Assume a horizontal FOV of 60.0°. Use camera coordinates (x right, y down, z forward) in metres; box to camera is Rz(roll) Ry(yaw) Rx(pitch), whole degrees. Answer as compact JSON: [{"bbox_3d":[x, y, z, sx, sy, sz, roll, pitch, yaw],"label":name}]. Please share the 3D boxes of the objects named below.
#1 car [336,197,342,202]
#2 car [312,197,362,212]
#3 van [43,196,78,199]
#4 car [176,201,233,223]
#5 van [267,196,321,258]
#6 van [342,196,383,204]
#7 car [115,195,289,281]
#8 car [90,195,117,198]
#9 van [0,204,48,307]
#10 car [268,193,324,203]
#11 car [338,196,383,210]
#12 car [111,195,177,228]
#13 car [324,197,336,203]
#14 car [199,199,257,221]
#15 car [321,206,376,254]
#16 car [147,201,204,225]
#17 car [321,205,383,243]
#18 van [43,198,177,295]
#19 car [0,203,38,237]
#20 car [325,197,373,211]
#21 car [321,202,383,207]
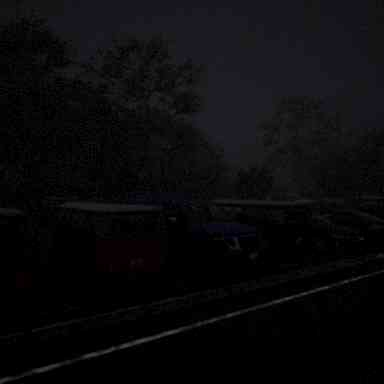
[{"bbox_3d":[14.414,1.388,36.945,2.097,1.535,5.008,0,0,-36],"label":"car"},{"bbox_3d":[16.672,1.370,38.560,2.231,1.521,4.892,0,0,-36],"label":"car"},{"bbox_3d":[-8.236,1.271,20.887,1.878,1.987,4.442,0,0,-36],"label":"van"},{"bbox_3d":[0.888,1.518,27.231,2.163,1.488,4.792,0,0,-36],"label":"car"},{"bbox_3d":[2.110,1.272,12.205,1.878,1.987,4.442,0,0,-36],"label":"van"},{"bbox_3d":[11.237,1.244,18.731,1.878,1.987,4.442,0,0,-36],"label":"van"},{"bbox_3d":[-0.084,1.244,10.458,2.435,2.045,5.566,0,0,-36],"label":"car"},{"bbox_3d":[-5.926,1.248,22.430,2.435,2.045,5.566,0,0,-36],"label":"car"},{"bbox_3d":[-4.730,1.264,7.315,1.878,1.987,4.442,0,0,-36],"label":"van"},{"bbox_3d":[9.917,1.174,33.687,2.435,2.045,5.566,0,0,-36],"label":"car"},{"bbox_3d":[21.298,1.328,41.632,1.946,1.575,5.366,0,0,-36],"label":"car"},{"bbox_3d":[-3.634,1.246,23.999,2.435,2.045,5.566,0,0,-36],"label":"car"},{"bbox_3d":[12.156,1.406,35.330,2.097,1.535,5.008,0,0,-36],"label":"car"},{"bbox_3d":[3.018,1.472,29.017,1.946,1.575,5.366,0,0,-36],"label":"car"},{"bbox_3d":[4.458,1.496,13.748,2.231,1.521,4.892,0,0,-36],"label":"car"},{"bbox_3d":[-1.410,1.523,25.659,2.163,1.488,4.792,0,0,-36],"label":"car"},{"bbox_3d":[6.743,1.531,15.371,2.002,1.452,4.674,0,0,-36],"label":"car"},{"bbox_3d":[-2.450,1.267,8.945,1.878,1.987,4.442,0,0,-36],"label":"van"},{"bbox_3d":[-10.533,1.491,19.330,1.946,1.575,5.366,0,0,-36],"label":"car"},{"bbox_3d":[18.916,1.380,40.192,2.163,1.488,4.792,0,0,-36],"label":"car"},{"bbox_3d":[9.009,1.513,17.030,2.163,1.488,4.792,0,0,-36],"label":"car"}]
